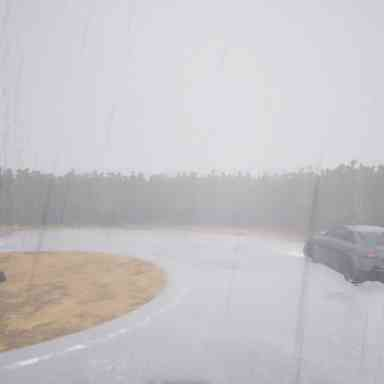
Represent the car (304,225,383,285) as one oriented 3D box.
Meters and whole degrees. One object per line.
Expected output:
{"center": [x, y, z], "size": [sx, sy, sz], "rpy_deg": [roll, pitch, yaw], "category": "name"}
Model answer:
{"center": [4.909, 1.668, 9.848], "size": [1.994, 1.385, 4.181], "rpy_deg": [1, 0, -1], "category": "car"}
